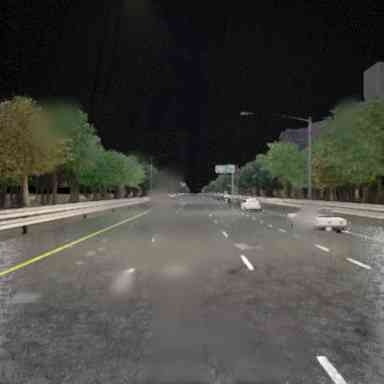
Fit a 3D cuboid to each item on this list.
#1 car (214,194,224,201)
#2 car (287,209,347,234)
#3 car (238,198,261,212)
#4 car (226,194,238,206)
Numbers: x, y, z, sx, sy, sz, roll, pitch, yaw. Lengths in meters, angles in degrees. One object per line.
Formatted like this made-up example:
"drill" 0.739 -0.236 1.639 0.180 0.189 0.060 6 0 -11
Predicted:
"car" 7.453 1.616 87.850 1.837 1.490 4.892 0 0 1
"car" 7.027 1.618 19.298 1.895 1.301 4.718 0 0 0
"car" 7.103 1.578 40.242 1.812 1.442 4.674 0 0 0
"car" 7.204 1.564 57.703 2.128 1.511 4.902 0 0 0
